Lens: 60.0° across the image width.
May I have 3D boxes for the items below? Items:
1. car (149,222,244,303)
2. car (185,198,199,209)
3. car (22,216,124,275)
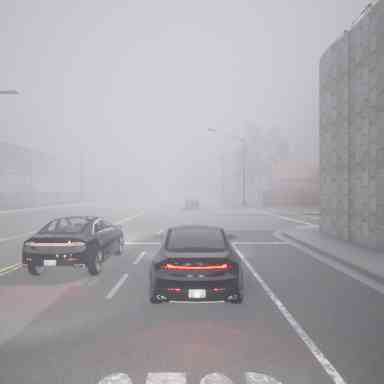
[{"bbox_3d":[0.082,1.505,8.161,1.837,1.490,4.892,0,0,0],"label":"car"},{"bbox_3d":[-0.004,1.492,44.158,2.128,1.511,4.902,0,0,0],"label":"car"},{"bbox_3d":[-3.424,1.492,10.431,2.128,1.511,4.902,0,0,0],"label":"car"}]
